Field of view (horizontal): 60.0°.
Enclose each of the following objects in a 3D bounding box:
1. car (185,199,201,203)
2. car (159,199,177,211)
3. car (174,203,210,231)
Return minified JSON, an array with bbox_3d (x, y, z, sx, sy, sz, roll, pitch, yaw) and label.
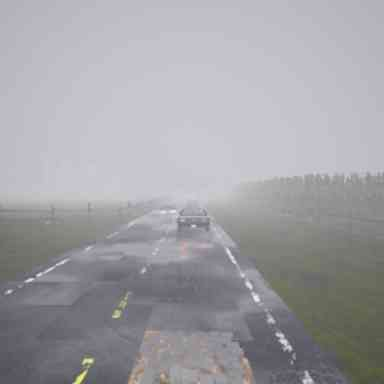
[{"bbox_3d":[0.077,1.533,41.344,2.033,1.411,5.357,0,0,0],"label":"car"},{"bbox_3d":[-2.858,1.551,40.551,1.994,1.385,4.181,0,0,0],"label":"car"},{"bbox_3d":[0.089,1.599,20.728,1.895,1.301,4.718,0,0,0],"label":"car"}]
